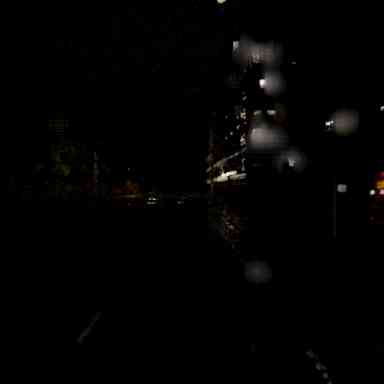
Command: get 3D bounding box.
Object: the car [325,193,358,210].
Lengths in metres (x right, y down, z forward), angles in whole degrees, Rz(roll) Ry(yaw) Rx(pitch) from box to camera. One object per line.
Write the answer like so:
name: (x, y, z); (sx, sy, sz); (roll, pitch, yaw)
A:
car: (13.978, 0.807, 28.615); (4.674, 1.442, 1.812); (-1, 1, 15)

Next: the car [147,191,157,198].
car: (-8.809, 0.612, 73.930); (2.128, 1.511, 4.902); (0, 1, -2)
